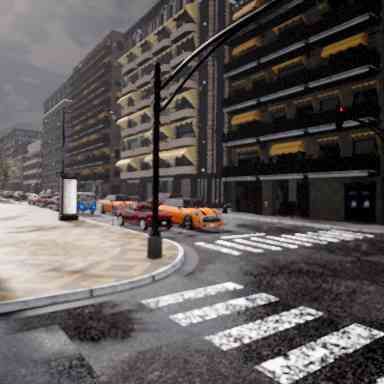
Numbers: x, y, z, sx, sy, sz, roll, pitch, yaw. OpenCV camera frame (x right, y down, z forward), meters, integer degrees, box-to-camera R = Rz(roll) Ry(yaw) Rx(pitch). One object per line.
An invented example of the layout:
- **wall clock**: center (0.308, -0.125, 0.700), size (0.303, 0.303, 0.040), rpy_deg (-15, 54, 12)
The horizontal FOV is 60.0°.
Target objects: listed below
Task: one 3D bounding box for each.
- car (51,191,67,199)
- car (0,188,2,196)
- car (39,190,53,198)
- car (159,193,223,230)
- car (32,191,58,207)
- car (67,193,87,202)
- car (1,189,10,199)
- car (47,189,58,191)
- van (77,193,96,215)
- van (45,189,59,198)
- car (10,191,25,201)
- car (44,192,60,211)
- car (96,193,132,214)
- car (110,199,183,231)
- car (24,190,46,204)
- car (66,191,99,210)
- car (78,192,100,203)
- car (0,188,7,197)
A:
- **car**: center (-26.019, 0.631, 65.074), size (1.752, 1.417, 4.829), rpy_deg (2, 0, -36)
- **car**: center (-39.347, 0.352, 69.144), size (2.008, 1.369, 4.403), rpy_deg (2, 0, -36)
- **car**: center (-32.574, 0.373, 74.083), size (1.967, 1.590, 4.097), rpy_deg (2, 0, -36)
- **car**: center (-0.181, 1.173, 19.687), size (2.097, 1.767, 4.553), rpy_deg (1, 0, -35)
- **car**: center (-16.042, 0.961, 37.131), size (1.887, 1.381, 4.507), rpy_deg (2, 0, -36)
- **car**: center (-19.261, 0.849, 55.789), size (1.947, 1.339, 4.313), rpy_deg (2, 0, -36)
- **car**: center (-32.689, 0.522, 59.997), size (1.887, 1.381, 4.507), rpy_deg (2, 0, -36)
- **car**: center (-25.364, 0.685, 59.779), size (2.033, 1.411, 5.357), rpy_deg (1, 0, -38)
- **van**: center (-9.377, 0.933, 27.986), size (1.690, 1.788, 3.998), rpy_deg (2, 0, -36)
- **van**: center (-29.242, 0.361, 69.510), size (1.690, 1.788, 3.998), rpy_deg (2, 0, -36)
- **car**: center (-26.026, 0.593, 50.851), size (1.967, 1.590, 4.097), rpy_deg (2, 0, -36)
- **car**: center (-12.713, 1.049, 32.558), size (1.887, 1.381, 4.507), rpy_deg (2, 0, -36)
- **car**: center (-5.862, 1.022, 27.540), size (2.097, 1.767, 4.553), rpy_deg (1, 0, -36)
- **car**: center (-2.726, 1.313, 18.839), size (1.887, 1.381, 4.507), rpy_deg (2, 0, -36)
- **car**: center (-19.271, 0.856, 41.568), size (1.752, 1.417, 4.829), rpy_deg (2, 0, -36)
- **car**: center (-11.791, 0.865, 35.688), size (2.097, 1.767, 4.553), rpy_deg (1, 0, -36)
- **car**: center (-15.928, 0.811, 51.217), size (1.967, 1.590, 4.097), rpy_deg (2, 0, -36)
- **car**: center (-42.668, 0.029, 73.718), size (2.192, 1.841, 5.009), rpy_deg (2, 0, -36)
